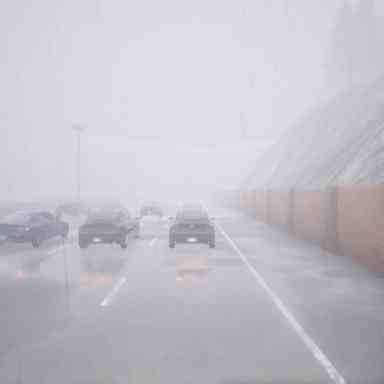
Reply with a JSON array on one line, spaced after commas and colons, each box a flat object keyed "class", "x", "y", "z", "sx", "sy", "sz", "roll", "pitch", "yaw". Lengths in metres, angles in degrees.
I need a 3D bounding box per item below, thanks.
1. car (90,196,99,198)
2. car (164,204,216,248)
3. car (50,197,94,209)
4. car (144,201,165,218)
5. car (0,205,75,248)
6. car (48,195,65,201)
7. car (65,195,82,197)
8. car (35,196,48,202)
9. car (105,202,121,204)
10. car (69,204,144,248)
[{"class": "car", "x": -21.000, "y": 1.484, "z": 70.638, "sx": 1.812, "sy": 1.442, "sz": 4.674, "roll": 0, "pitch": 0, "yaw": 0}, {"class": "car", "x": 0.000, "y": 1.514, "z": 14.650, "sx": 1.837, "sy": 1.490, "sz": 4.892, "roll": 0, "pitch": 0, "yaw": 0}, {"class": "car", "x": -10.500, "y": 1.514, "z": 29.650, "sx": 1.837, "sy": 1.490, "sz": 4.892, "roll": 0, "pitch": 0, "yaw": 0}, {"class": "car", "x": -3.500, "y": 1.530, "z": 29.650, "sx": 1.812, "sy": 1.442, "sz": 4.674, "roll": 0, "pitch": 0, "yaw": 0}, {"class": "car", "x": -7.000, "y": 1.530, "z": 14.650, "sx": 1.812, "sy": 1.442, "sz": 4.674, "roll": 0, "pitch": 0, "yaw": 0}, {"class": "car", "x": -28.000, "y": 1.437, "z": 70.638, "sx": 1.882, "sy": 1.535, "sz": 5.008, "roll": 0, "pitch": 0, "yaw": 0}, {"class": "car", "x": -24.500, "y": 1.437, "z": 70.638, "sx": 1.882, "sy": 1.535, "sz": 5.008, "roll": 0, "pitch": 0, "yaw": 0}, {"class": "car", "x": -31.500, "y": 1.484, "z": 70.638, "sx": 1.812, "sy": 1.442, "sz": 4.674, "roll": 0, "pitch": 0, "yaw": 0}, {"class": "car", "x": -7.000, "y": 1.570, "z": 29.650, "sx": 1.994, "sy": 1.385, "sz": 4.181, "roll": 0, "pitch": 0, "yaw": 0}, {"class": "car", "x": -3.500, "y": 1.513, "z": 14.650, "sx": 1.837, "sy": 1.490, "sz": 4.892, "roll": 0, "pitch": 0, "yaw": 0}]
